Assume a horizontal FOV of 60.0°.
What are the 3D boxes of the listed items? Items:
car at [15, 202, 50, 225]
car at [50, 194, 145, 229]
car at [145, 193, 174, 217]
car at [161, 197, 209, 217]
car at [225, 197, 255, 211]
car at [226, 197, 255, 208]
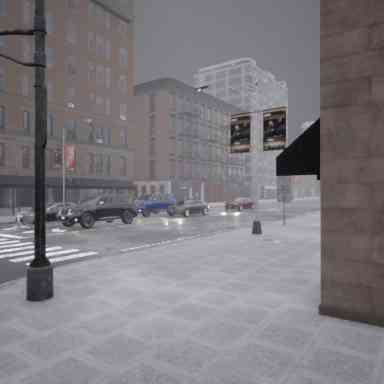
[{"bbox_3d":[-9.398,1.441,22.714,2.128,1.511,4.902,0,0,35],"label":"car"},{"bbox_3d":[-6.014,1.160,21.868,2.150,2.045,5.566,0,0,35],"label":"car"},{"bbox_3d":[-3.702,1.130,30.750,2.150,2.045,5.566,0,0,35],"label":"car"},{"bbox_3d":[-0.280,1.402,29.962,1.837,1.490,4.892,0,0,35],"label":"car"},{"bbox_3d":[5.565,1.331,38.191,1.882,1.535,5.008,0,0,35],"label":"car"},{"bbox_3d":[6.690,1.433,45.360,1.895,1.301,4.718,0,0,36],"label":"car"}]
